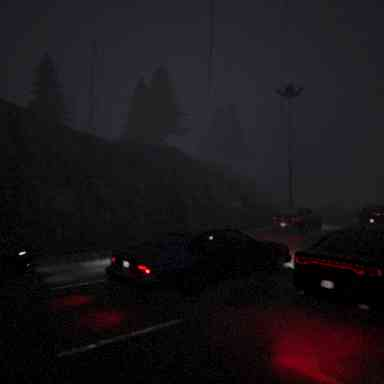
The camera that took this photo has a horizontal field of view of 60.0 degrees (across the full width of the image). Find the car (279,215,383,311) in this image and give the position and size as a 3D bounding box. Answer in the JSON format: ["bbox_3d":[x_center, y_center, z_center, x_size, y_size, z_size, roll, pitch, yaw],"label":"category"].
[{"bbox_3d":[4.289,1.524,7.683,5.008,1.535,1.882,0,0,-42],"label":"car"}]

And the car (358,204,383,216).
[{"bbox_3d":[13.126,1.644,23.909,1.837,1.490,4.892,0,0,32],"label":"car"}]

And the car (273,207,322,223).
[{"bbox_3d":[6.525,1.658,20.452,1.812,1.442,4.674,0,0,38],"label":"car"}]

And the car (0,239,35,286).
[{"bbox_3d":[-6.449,1.570,7.895,4.902,1.511,2.128,0,0,-35],"label":"car"}]

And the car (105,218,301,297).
[{"bbox_3d":[0.468,1.613,8.816,5.357,1.411,2.033,0,-1,-41],"label":"car"}]
